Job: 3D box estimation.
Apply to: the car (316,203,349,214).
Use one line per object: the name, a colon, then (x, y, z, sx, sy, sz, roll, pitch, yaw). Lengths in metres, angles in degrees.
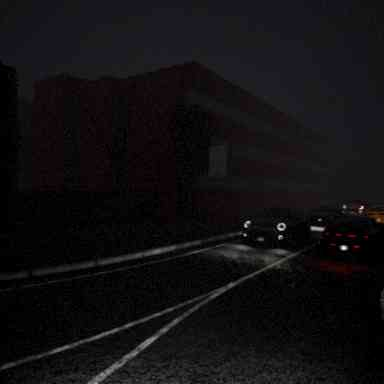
car: (9.815, 1.723, 24.318, 1.994, 1.385, 4.181, 1, 0, 34)

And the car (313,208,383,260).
car: (6.587, 1.667, 13.464, 1.837, 1.490, 4.892, 1, 0, 34)

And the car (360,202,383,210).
car: (13.572, 1.685, 23.734, 1.882, 1.535, 5.008, 1, 0, 34)

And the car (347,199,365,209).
car: (17.480, 1.563, 35.514, 2.097, 1.767, 4.553, 1, 0, 34)

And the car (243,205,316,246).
car: (4.231, 1.474, 16.180, 2.097, 1.767, 4.553, 1, 0, 35)
